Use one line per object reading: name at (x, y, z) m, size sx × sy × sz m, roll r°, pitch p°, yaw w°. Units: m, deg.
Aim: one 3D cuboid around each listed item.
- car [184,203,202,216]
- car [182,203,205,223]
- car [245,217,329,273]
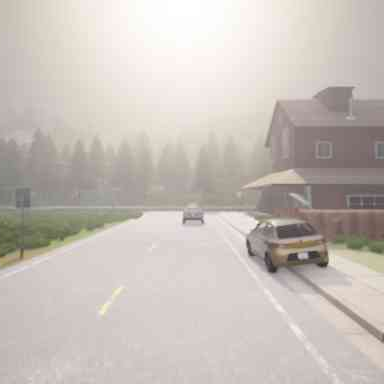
car at (0.099, 2.027, 40.173) m, size 2.033 × 1.411 × 5.357 m, roll 0°, pitch -1°, yaw 0°
car at (0.108, 1.888, 28.609) m, size 2.033 × 1.411 × 5.357 m, roll 0°, pitch -1°, yaw 1°
car at (2.983, 1.592, 11.293) m, size 1.816 × 1.474 × 4.193 m, roll -6°, pitch 0°, yaw -2°
